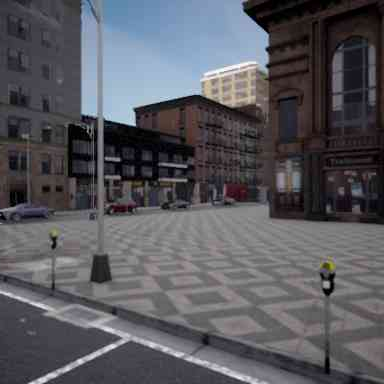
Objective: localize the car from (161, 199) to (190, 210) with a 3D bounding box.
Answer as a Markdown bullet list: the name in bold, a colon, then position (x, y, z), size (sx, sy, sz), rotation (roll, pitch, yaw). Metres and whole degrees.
- **car**: position (-2.093, 1.610, 42.722), size (1.994, 1.385, 4.181), rotation (0, 0, 36)

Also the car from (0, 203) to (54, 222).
- **car**: position (-13.531, 1.598, 27.202), size (1.994, 1.385, 4.181), rotation (0, 0, 36)

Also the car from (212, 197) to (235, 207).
- **car**: position (4.929, 1.551, 52.165), size (2.128, 1.511, 4.902), rotation (0, 0, 37)

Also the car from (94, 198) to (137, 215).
- **car**: position (-7.947, 1.391, 34.779), size (2.097, 1.767, 4.553), rotation (0, 0, 36)
